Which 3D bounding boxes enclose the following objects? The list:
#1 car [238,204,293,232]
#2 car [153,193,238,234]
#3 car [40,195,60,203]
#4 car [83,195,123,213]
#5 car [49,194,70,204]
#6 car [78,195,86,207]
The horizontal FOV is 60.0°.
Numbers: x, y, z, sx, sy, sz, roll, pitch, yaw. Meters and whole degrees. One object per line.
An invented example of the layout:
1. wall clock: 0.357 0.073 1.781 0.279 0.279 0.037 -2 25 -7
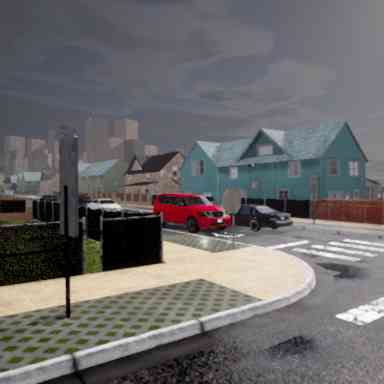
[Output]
1. car: 3.241 1.408 19.402 2.033 1.411 5.357 -1 1 -36
2. car: -0.215 1.109 19.278 2.150 2.045 5.566 -1 1 -36
3. car: -19.412 1.141 45.470 1.837 1.490 4.892 -1 1 -36
4. car: -7.758 1.313 29.497 1.812 1.442 4.674 -1 1 -36
5. car: -20.628 1.110 51.770 1.994 1.385 4.181 -1 1 -36
6. car: -14.663 1.127 43.802 1.837 1.490 4.892 -1 1 -37
